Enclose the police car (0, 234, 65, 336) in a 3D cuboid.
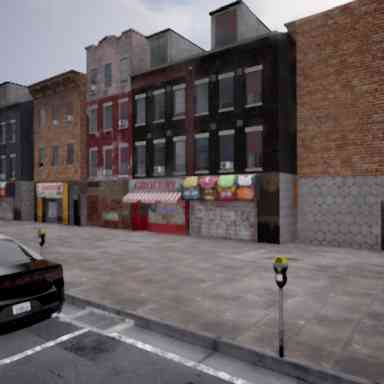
[{"bbox_3d":[-4.490,1.423,6.184,5.238,1.638,1.930,0,0,36],"label":"police car"}]
